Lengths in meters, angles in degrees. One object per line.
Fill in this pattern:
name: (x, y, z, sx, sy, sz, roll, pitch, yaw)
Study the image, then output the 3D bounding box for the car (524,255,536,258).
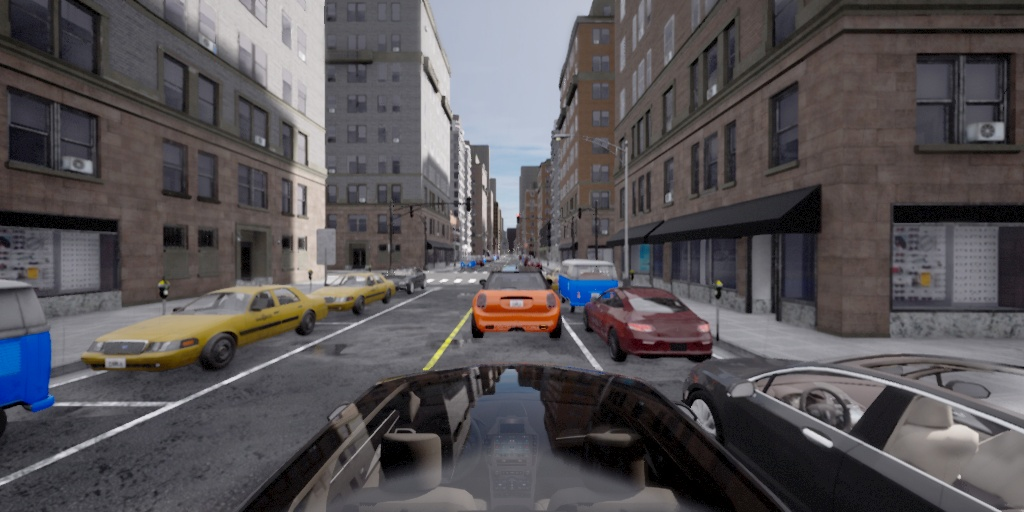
car: (2.870, 0.951, 46.380, 1.967, 1.591, 4.097, 0, 0, 0)

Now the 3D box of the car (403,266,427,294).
car: (-5.780, 1.210, 19.206, 2.007, 1.370, 4.403, 0, 0, 0)

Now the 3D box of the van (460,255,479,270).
van: (-5.655, 0.852, 46.401, 1.690, 1.789, 3.998, 0, 0, 0)

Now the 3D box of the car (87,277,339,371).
car: (-5.833, 1.246, 7.699, 1.751, 1.417, 4.829, 0, 0, 0)

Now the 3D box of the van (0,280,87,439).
van: (-5.858, 1.089, 2.200, 1.690, 1.789, 3.998, 0, 0, 0)

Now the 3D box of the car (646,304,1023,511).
car: (2.667, 1.298, 2.175, 2.007, 1.370, 4.403, 0, 0, 0)

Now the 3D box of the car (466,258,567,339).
car: (0.116, 1.061, 10.109, 2.097, 1.767, 4.553, 0, 0, 0)

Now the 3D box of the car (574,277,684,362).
car: (2.693, 1.303, 7.845, 1.802, 1.307, 4.207, 0, 0, 0)

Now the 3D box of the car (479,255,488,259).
car: (-5.604, 0.761, 57.574, 2.192, 1.841, 5.009, 0, 0, 0)

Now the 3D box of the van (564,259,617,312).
van: (2.719, 1.032, 13.516, 1.690, 1.789, 3.998, 0, 0, 0)

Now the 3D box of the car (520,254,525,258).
car: (2.921, 0.761, 57.550, 2.192, 1.841, 5.009, 0, 0, 0)

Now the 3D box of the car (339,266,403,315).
car: (-5.807, 1.216, 13.369, 1.751, 1.417, 4.829, 0, 0, 0)
